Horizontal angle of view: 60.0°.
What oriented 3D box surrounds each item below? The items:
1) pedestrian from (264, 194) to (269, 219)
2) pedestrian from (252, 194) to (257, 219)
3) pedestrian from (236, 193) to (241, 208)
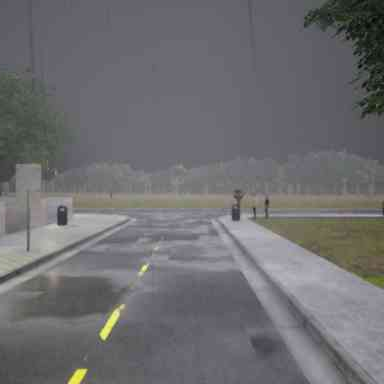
[{"bbox_3d":[5.516,1.053,24.693,0.375,1.860,0.375,0,0,0],"label":"pedestrian"},{"bbox_3d":[4.516,1.028,24.094,0.375,1.860,0.375,0,0,0],"label":"pedestrian"},{"bbox_3d":[3.517,1.008,25.294,0.375,1.860,0.375,0,0,0],"label":"pedestrian"}]
